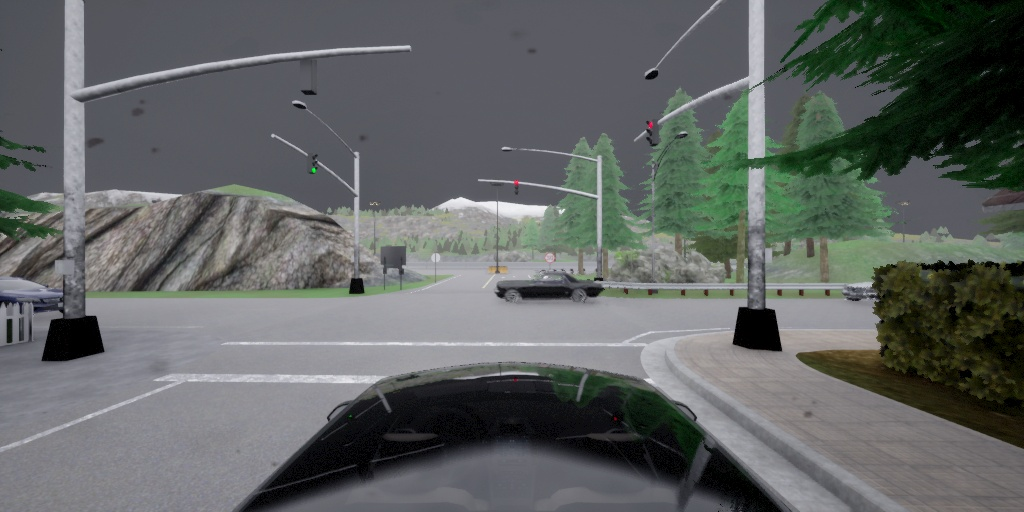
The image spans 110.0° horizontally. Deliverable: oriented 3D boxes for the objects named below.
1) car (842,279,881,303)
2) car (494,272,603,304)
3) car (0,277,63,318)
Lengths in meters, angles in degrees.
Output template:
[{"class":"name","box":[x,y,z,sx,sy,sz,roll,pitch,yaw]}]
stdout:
[{"class":"car","box":[17.792,1.467,16.233,4.674,1.442,1.812,0,0,0]},{"class":"car","box":[1.558,1.412,16.310,4.718,1.301,1.895,0,0,0]},{"class":"car","box":[-18.275,1.467,12.735,4.674,1.442,1.812,0,0,0]}]
